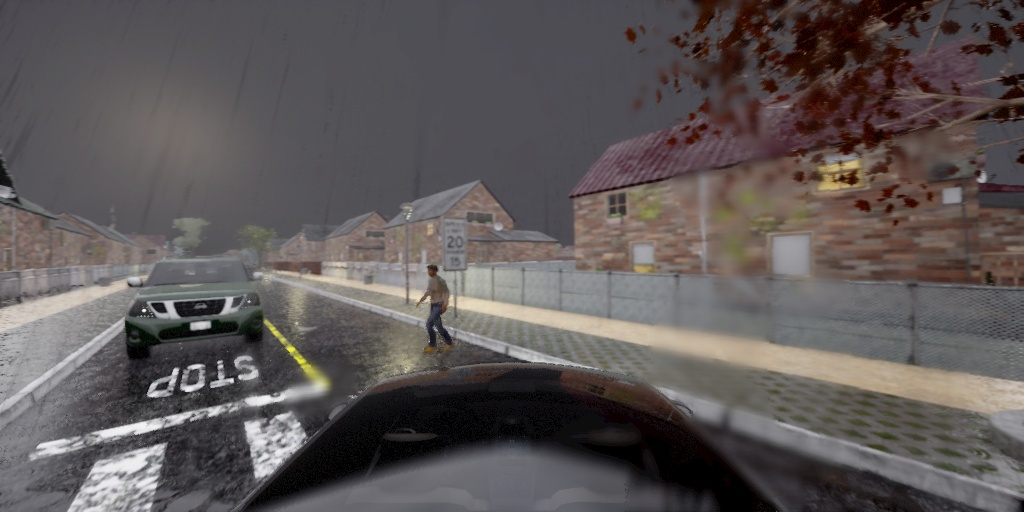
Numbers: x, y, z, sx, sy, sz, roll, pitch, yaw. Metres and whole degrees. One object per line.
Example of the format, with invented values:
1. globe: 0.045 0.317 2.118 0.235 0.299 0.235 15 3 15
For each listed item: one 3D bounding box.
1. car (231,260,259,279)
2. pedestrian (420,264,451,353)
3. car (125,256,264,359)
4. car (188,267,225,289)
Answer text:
1. car: -28.085 1.360 37.656 2.097 1.767 4.553 -1 0 -40
2. pedestrian: -1.561 1.035 7.297 0.375 1.860 0.375 1 -2 -40
3. car: -7.841 1.014 9.089 2.150 2.045 5.566 -1 0 -40
4. car: -21.782 1.521 25.636 1.895 1.301 4.718 -1 0 -40
